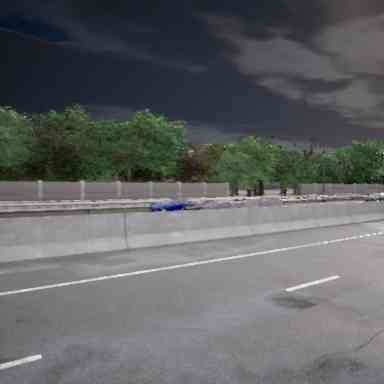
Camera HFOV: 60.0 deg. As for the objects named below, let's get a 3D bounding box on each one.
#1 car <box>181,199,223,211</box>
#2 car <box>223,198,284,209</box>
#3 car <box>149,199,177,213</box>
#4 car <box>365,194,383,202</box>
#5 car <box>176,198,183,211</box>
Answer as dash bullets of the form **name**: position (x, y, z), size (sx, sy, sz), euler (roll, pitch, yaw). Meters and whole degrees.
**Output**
- **car**: position (2.066, 1.461, 26.998), size (5.357, 1.411, 2.033), euler (-1, 0, -36)
- **car**: position (4.913, 1.255, 24.730), size (4.553, 1.767, 2.097), euler (-1, 0, -36)
- **car**: position (-1.856, 1.392, 32.795), size (5.008, 1.535, 1.882), euler (-1, 1, -36)
- **car**: position (31.425, 1.017, 56.816), size (4.674, 1.442, 1.812), euler (-1, 1, -36)
- **car**: position (1.064, 1.466, 30.582), size (4.181, 1.385, 1.994), euler (-1, 0, -36)
